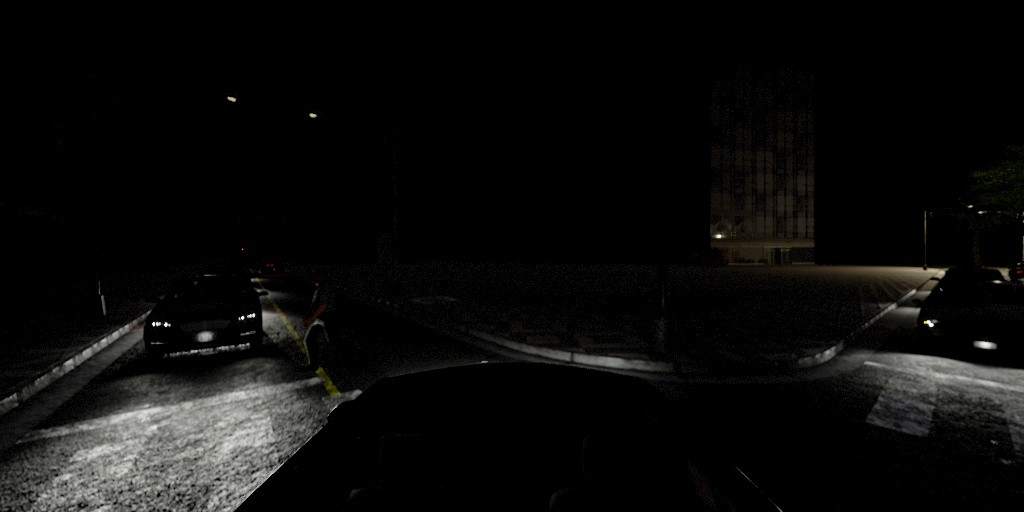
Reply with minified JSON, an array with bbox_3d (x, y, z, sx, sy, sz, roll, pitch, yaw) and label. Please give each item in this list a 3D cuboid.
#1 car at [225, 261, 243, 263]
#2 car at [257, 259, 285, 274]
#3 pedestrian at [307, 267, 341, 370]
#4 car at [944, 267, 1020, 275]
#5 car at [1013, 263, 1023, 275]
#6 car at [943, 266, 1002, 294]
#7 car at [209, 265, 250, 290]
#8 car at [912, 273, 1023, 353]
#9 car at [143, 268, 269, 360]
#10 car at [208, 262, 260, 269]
[{"bbox_3d":[-24.652,1.202,31.809,1.837,1.490,4.892,-1,0,-37],"label":"car"},{"bbox_3d":[-25.274,1.156,37.865,2.128,1.511,4.902,-1,0,-37],"label":"car"},{"bbox_3d":[-3.230,1.025,6.167,0.375,1.860,0.375,0,0,-37],"label":"pedestrian"},{"bbox_3d":[18.670,1.249,14.522,4.892,1.490,1.837,0,0,-38],"label":"car"},{"bbox_3d":[41.649,1.272,28.846,5.357,1.411,2.033,0,0,-39],"label":"car"},{"bbox_3d":[26.536,1.305,20.768,4.181,1.385,1.994,0,0,-39],"label":"car"},{"bbox_3d":[-18.374,1.314,23.443,1.895,1.301,4.718,-1,0,-37],"label":"car"},{"bbox_3d":[11.010,1.292,8.431,5.357,1.411,2.033,0,0,-39],"label":"car"},{"bbox_3d":[-7.152,1.229,8.589,2.128,1.511,4.902,-1,0,-37],"label":"car"},{"bbox_3d":[-12.806,1.216,16.068,2.128,1.511,4.902,-1,0,-37],"label":"car"}]
